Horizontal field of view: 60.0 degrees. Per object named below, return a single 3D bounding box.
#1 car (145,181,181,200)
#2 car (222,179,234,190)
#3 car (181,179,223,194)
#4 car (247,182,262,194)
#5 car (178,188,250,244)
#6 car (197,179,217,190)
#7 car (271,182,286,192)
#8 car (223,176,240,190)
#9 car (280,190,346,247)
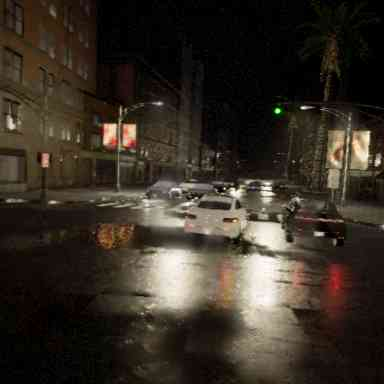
[{"bbox_3d":[-2.207,-0.223,28.072,2.033,1.411,5.357,4,3,13],"label":"car"},{"bbox_3d":[3.124,-0.397,36.697,1.895,1.301,4.718,4,3,12],"label":"car"},{"bbox_3d":[0.957,-0.019,27.361,2.033,1.411,5.357,4,3,13],"label":"car"},{"bbox_3d":[8.217,-0.605,43.778,2.033,1.411,5.357,4,3,13],"label":"car"},{"bbox_3d":[1.006,0.838,12.030,1.812,1.442,4.674,4,3,13],"label":"car"},{"bbox_3d":[2.165,-1.080,46.876,1.994,1.385,4.181,4,3,13],"label":"car"},{"bbox_3d":[12.556,-0.701,48.216,2.128,1.511,4.902,4,3,13],"label":"car"},{"bbox_3d":[5.578,-1.266,47.161,2.150,2.045,5.566,4,3,13],"label":"car"},{"bbox_3d":[4.450,0.959,12.566,2.128,1.511,4.902,4,3,13],"label":"car"}]
